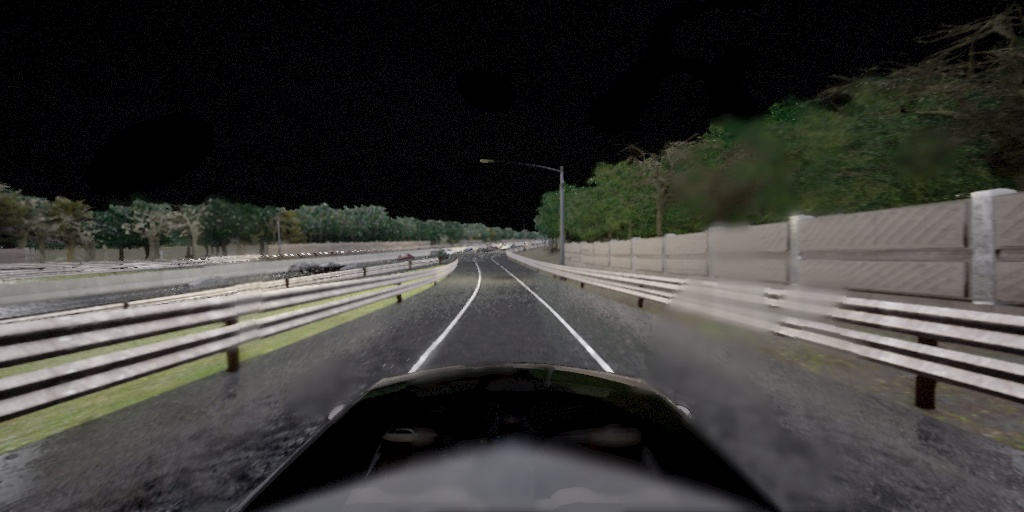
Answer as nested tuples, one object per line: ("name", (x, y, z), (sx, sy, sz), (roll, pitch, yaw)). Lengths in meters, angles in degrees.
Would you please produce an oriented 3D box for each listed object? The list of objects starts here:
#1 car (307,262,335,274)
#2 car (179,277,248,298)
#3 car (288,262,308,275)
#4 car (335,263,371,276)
("car", (-22.859, 1.504, 45.324), (1.882, 1.535, 5.008), (0, 3, 12))
("car", (-22.871, 2.346, 27.756), (1.812, 1.442, 4.674), (0, 3, 12))
("car", (-26.289, 1.504, 46.018), (2.128, 1.511, 4.902), (0, 3, 12))
("car", (-19.430, 1.605, 44.620), (1.994, 1.385, 4.181), (0, 3, 12))
